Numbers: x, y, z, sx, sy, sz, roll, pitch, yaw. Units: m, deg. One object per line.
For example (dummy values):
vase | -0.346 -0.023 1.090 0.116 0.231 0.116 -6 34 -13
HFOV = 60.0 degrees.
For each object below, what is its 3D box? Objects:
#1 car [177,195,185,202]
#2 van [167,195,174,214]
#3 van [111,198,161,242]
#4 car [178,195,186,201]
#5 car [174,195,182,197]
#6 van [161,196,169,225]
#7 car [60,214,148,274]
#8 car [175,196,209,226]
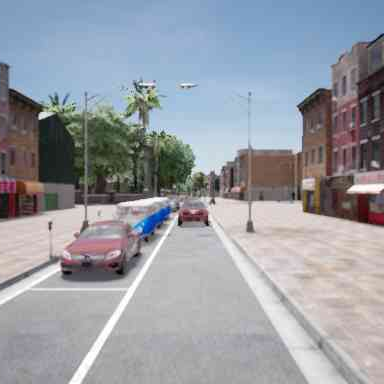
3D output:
car | -2.656 1.570 81.376 1.967 1.590 4.097 0 0 0
van | -2.643 1.346 26.835 1.690 1.788 3.998 0 0 0
van | -2.641 1.343 15.907 1.690 1.788 3.998 0 0 0
car | -2.656 1.598 87.064 1.967 1.590 4.097 0 0 0
car | -2.647 1.330 43.227 2.192 1.841 5.009 0 0 0
van | -2.642 1.344 21.371 1.690 1.788 3.998 0 0 0
car | -2.640 1.581 10.442 1.802 1.307 4.206 0 0 0
car | 0.093 1.355 23.832 2.097 1.767 4.553 0 0 0
